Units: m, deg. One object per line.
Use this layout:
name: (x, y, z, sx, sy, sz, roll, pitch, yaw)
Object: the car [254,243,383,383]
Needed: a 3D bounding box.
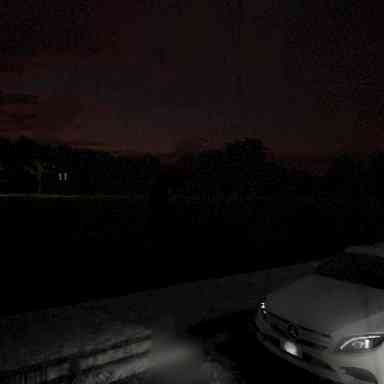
car: (3.071, 1.595, 5.252, 4.674, 1.442, 1.812, 1, -1, -35)
